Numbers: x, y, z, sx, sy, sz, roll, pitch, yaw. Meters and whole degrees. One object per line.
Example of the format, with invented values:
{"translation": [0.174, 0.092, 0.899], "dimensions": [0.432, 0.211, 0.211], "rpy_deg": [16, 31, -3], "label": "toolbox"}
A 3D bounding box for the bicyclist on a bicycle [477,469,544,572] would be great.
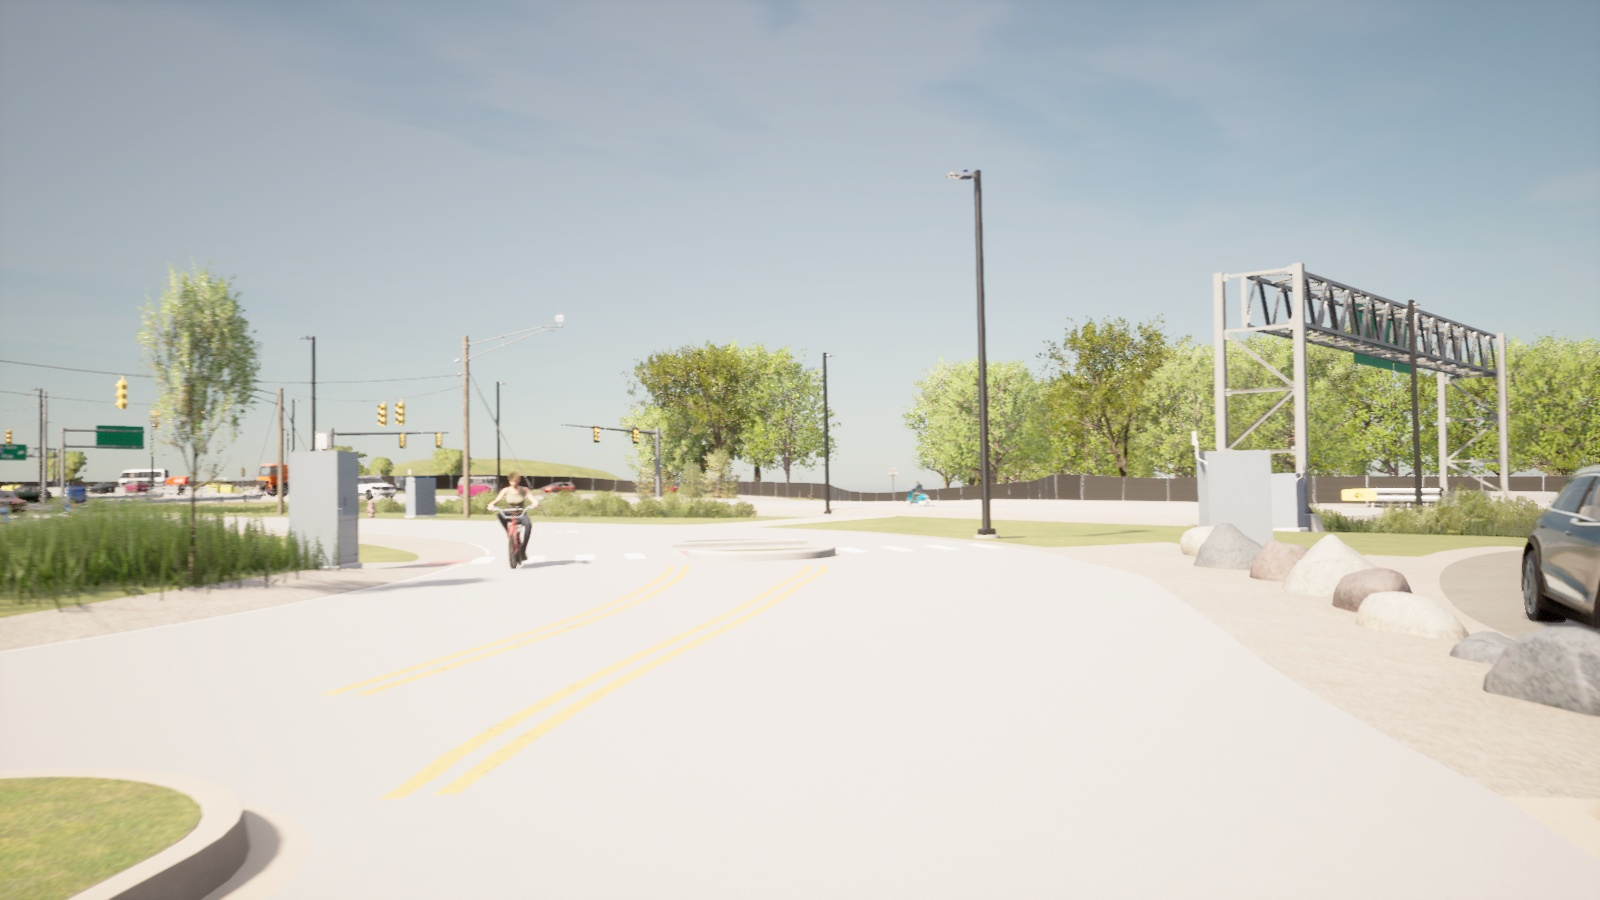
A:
{"translation": [-4.748, 1.136, 20.709], "dimensions": [0.866, 1.612, 1.509], "rpy_deg": [-2, -1, -6], "label": "bicyclist on a bicycle"}

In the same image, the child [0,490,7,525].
{"translation": [-29.088, 2.083, 45.814], "dimensions": [0.270, 1.263, 0.437], "rpy_deg": [0, -3, -31], "label": "child"}

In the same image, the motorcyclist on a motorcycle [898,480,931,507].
{"translation": [6.978, 2.647, 76.624], "dimensions": [1.817, 1.590, 0.866], "rpy_deg": [-1, -2, 42], "label": "motorcyclist on a motorcycle"}

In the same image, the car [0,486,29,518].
{"translation": [-40.827, 2.628, 63.406], "dimensions": [5.008, 1.535, 1.882], "rpy_deg": [-2, -3, 42], "label": "car"}

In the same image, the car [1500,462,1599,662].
{"translation": [7.995, 0.953, 11.338], "dimensions": [2.033, 1.649, 4.856], "rpy_deg": [0, -1, 18], "label": "car"}
